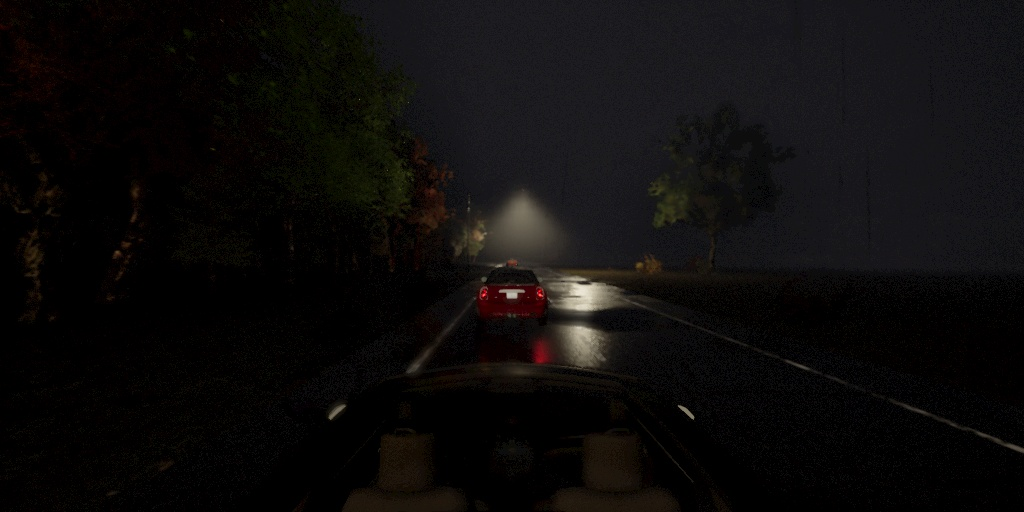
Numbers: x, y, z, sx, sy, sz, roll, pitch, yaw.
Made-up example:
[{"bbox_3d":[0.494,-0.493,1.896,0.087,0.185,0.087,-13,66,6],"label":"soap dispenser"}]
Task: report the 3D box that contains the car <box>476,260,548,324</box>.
[{"bbox_3d":[0.002,1.124,12.139,2.097,1.767,4.553,0,0,0],"label":"car"}]
